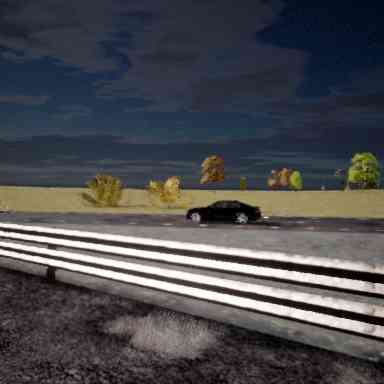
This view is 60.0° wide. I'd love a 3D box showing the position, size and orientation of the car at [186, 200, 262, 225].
[{"bbox_3d":[2.049,1.279,21.930,5.008,1.535,1.882,0,0,17],"label":"car"}]
